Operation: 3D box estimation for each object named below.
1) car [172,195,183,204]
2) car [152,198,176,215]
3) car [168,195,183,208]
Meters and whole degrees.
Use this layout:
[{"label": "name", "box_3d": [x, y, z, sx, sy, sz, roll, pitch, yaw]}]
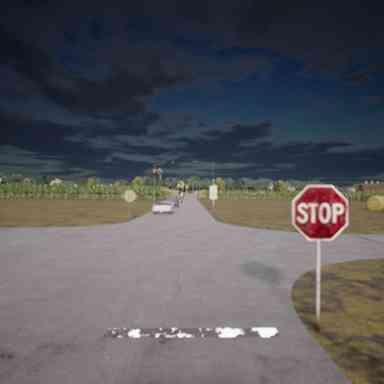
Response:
[{"label": "car", "box_3d": [-2.867, 1.460, 65.970, 2.097, 1.767, 4.553, 0, 0, 0]}, {"label": "car", "box_3d": [-2.905, 1.568, 33.750, 1.895, 1.301, 4.718, 0, 0, 0]}, {"label": "car", "box_3d": [-2.920, 1.480, 48.877, 2.128, 1.511, 4.902, 0, 0, 0]}]
